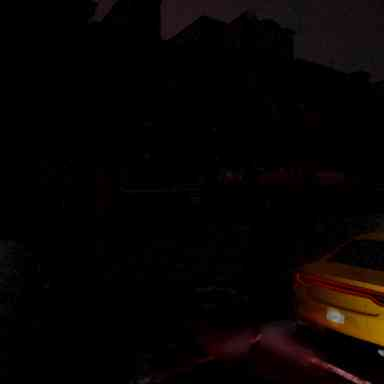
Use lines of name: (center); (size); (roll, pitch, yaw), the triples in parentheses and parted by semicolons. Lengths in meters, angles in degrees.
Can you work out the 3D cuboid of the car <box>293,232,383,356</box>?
car: (3.847, 1.417, 5.680); (5.008, 1.535, 1.882); (-1, 0, -35)
